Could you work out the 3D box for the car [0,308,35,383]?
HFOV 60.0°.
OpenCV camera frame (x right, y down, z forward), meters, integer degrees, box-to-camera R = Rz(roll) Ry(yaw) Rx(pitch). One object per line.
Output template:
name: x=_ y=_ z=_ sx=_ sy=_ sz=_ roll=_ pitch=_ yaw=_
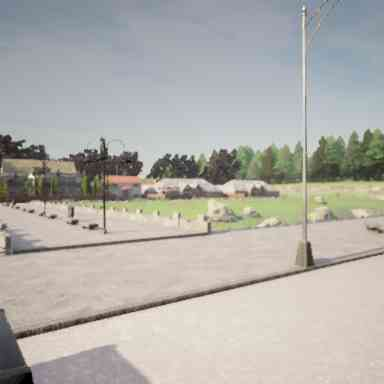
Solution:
car: x=-3.651 y=1.607 z=2.002 sx=4.718 sy=1.301 sz=1.895 roll=0 pitch=0 yaw=-35
